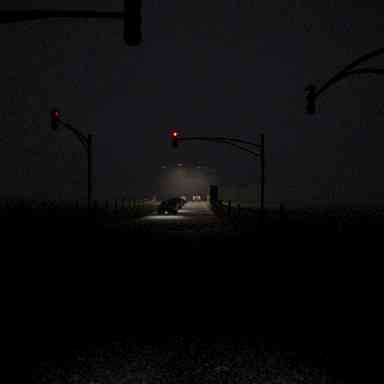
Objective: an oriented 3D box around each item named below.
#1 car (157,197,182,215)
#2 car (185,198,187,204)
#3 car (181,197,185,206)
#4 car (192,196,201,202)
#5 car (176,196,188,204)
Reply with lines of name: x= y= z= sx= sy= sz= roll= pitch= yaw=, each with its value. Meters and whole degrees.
car: x=-2.414 y=1.550 z=34.190 sx=2.033 sy=1.411 sz=5.357 roll=0 pitch=0 yaw=0
car: x=-2.122 y=1.555 z=53.815 sx=2.033 sy=1.411 sz=5.357 roll=0 pitch=0 yaw=1
car: x=-2.265 y=1.510 z=43.967 sx=1.837 sy=1.490 sz=4.892 roll=0 pitch=0 yaw=1
car: x=1.066 y=1.610 z=75.962 sx=1.895 sy=1.301 sz=4.718 roll=0 pitch=0 yaw=1
car: x=-1.923 y=1.575 z=63.820 sx=1.994 sy=1.385 sz=4.181 roll=0 pitch=0 yaw=2
